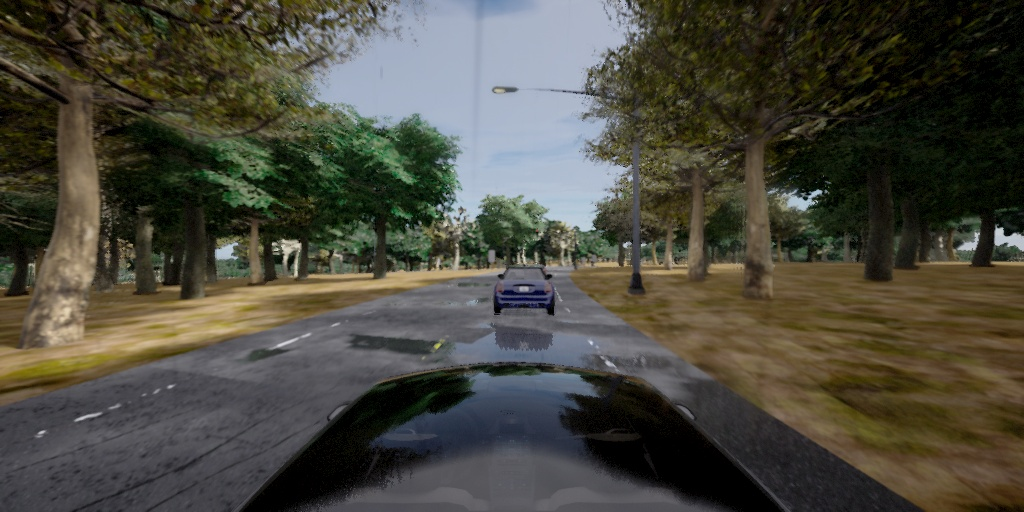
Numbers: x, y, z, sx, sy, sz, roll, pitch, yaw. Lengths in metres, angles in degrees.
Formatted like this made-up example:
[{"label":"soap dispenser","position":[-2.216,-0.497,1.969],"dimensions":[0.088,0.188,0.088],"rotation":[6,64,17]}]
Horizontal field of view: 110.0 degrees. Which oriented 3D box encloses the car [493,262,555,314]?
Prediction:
[{"label":"car","position":[0.500,1.105,13.892],"dimensions":[2.097,1.767,4.553],"rotation":[0,0,3]}]
